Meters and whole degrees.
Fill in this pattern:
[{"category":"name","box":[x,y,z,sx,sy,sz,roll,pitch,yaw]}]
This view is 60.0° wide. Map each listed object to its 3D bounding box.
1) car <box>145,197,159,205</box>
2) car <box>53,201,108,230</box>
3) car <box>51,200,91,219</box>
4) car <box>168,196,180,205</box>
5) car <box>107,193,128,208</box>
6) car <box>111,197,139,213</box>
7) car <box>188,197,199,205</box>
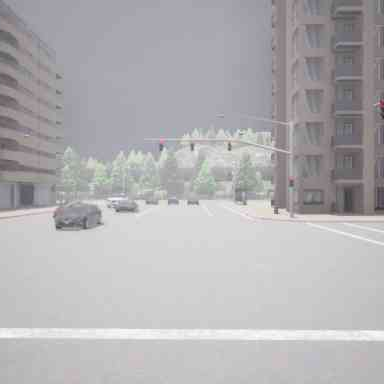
[{"category":"car","box":[-6.908,1.540,57.679,2.033,1.411,5.357,0,0,1]},{"category":"car","box":[-7.056,1.503,21.183,1.837,1.490,4.892,0,0,0]},{"category":"car","box":[-10.538,1.521,29.356,1.812,1.442,4.674,0,0,0]},{"category":"car","box":[-3.374,1.517,60.030,1.812,1.442,4.674,0,0,0]},{"category":"car","box":[-10.511,1.217,47.485,2.150,2.045,5.566,0,0,1]},{"category":"car","box":[-7.018,1.558,36.255,1.994,1.385,4.181,0,0,0]},{"category":"car","box":[0.223,1.556,58.373,1.994,1.385,4.181,0,0,0]}]
